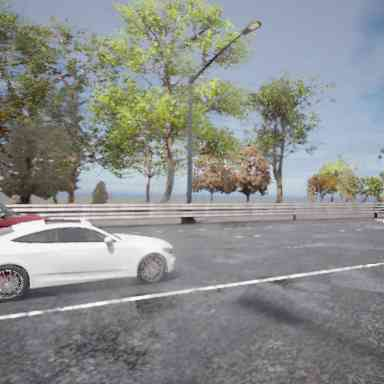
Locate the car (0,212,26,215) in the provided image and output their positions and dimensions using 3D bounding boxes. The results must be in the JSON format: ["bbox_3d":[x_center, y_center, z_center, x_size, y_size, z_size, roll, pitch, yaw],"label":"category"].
[{"bbox_3d":[-6.905,1.384,9.193,4.718,1.301,1.895,1,0,-28],"label":"car"}]

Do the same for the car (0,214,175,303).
[{"bbox_3d":[-2.662,1.341,7.490,4.674,1.442,1.812,1,0,-28],"label":"car"}]

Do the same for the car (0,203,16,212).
[{"bbox_3d":[-7.675,1.154,12.744,4.553,1.767,2.097,1,0,-28],"label":"car"}]
